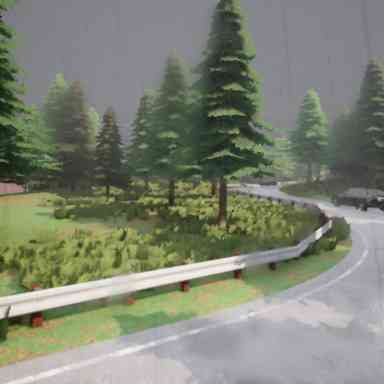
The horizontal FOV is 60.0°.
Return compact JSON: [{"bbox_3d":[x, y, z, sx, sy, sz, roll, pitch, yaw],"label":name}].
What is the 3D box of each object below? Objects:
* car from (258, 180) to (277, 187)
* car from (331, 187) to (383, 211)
[{"bbox_3d":[13.969,-1.629,61.402,1.895,1.301,4.718,1,3,37],"label":"car"},{"bbox_3d":[12.934,0.424,25.816,2.097,1.767,4.553,2,3,-12],"label":"car"}]
